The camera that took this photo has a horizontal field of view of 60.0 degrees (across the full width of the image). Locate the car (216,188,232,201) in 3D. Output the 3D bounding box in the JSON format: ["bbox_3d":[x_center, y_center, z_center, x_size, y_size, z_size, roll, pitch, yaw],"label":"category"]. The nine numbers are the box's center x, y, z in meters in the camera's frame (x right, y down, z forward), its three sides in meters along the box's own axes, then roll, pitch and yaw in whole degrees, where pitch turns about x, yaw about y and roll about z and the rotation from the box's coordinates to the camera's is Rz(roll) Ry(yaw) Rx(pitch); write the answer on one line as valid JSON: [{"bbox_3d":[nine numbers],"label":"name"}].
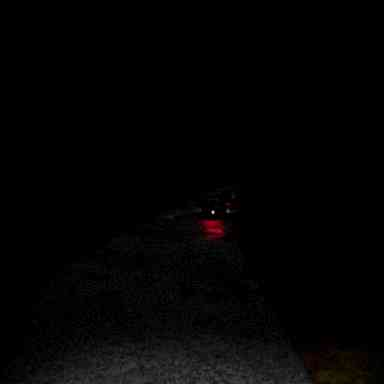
[{"bbox_3d":[4.101,0.277,42.697,2.128,1.511,4.902,1,3,9],"label":"car"}]

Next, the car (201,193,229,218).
[{"bbox_3d":[1.762,1.092,26.019,1.837,1.490,4.892,0,2,6],"label":"car"}]
